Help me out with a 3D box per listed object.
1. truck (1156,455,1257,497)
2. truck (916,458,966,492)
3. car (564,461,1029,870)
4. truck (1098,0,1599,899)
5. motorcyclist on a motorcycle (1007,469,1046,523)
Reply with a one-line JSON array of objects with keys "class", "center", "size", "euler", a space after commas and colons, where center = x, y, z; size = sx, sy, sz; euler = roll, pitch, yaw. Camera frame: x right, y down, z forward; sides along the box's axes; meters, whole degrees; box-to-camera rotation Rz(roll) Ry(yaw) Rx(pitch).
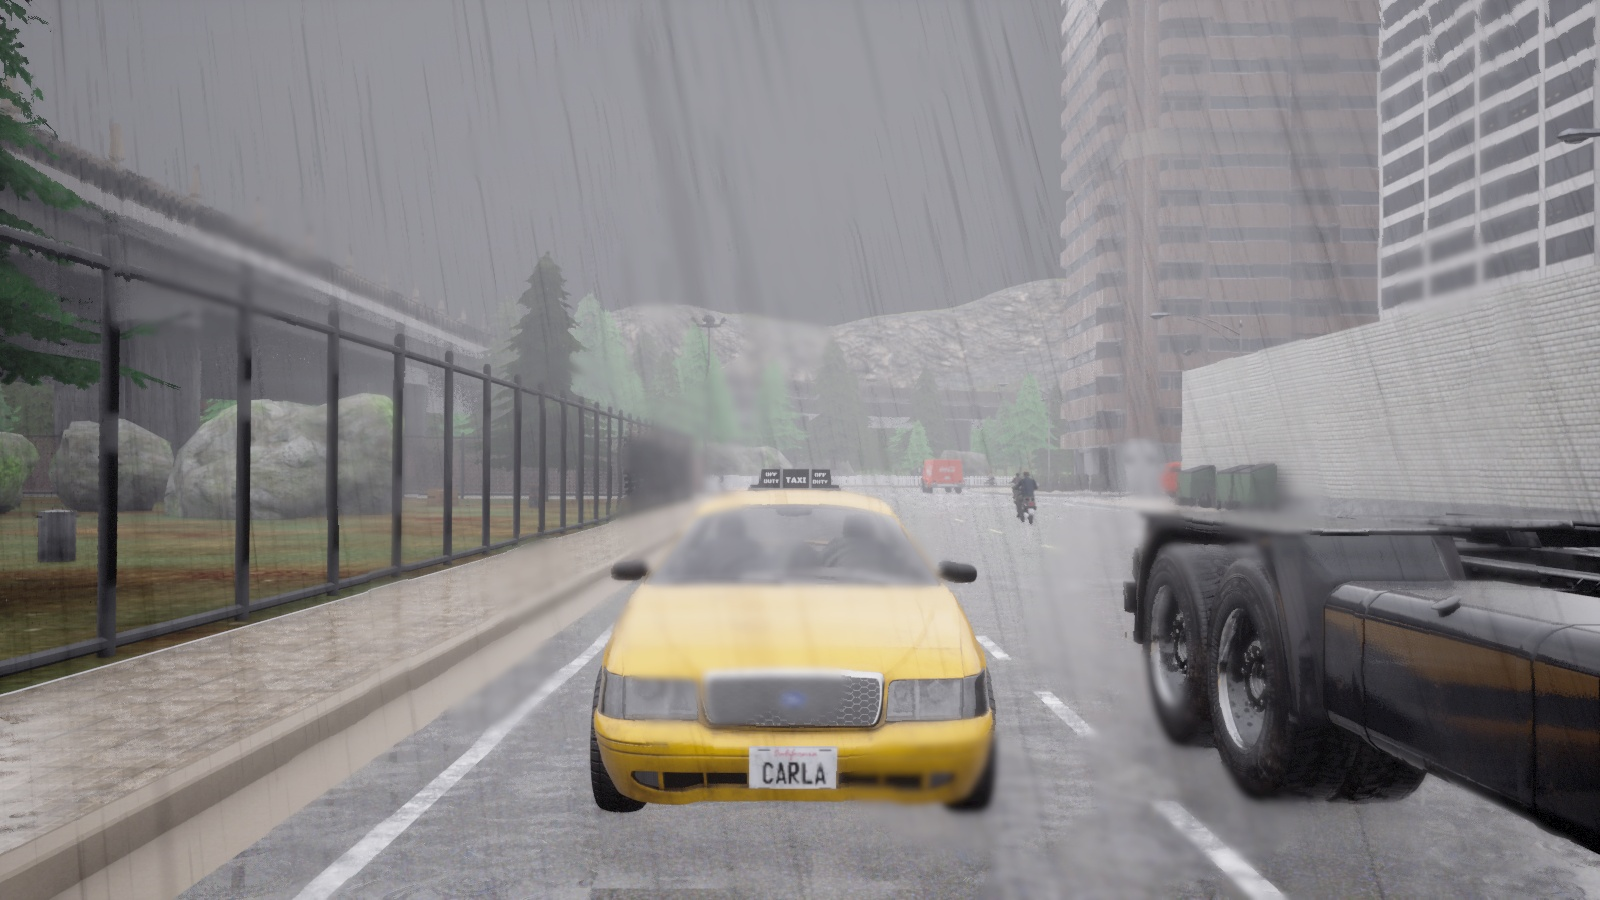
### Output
[{"class": "truck", "center": [24.399, 1.552, 75.578], "size": [5.204, 2.467, 2.627], "euler": [0, -1, 0]}, {"class": "truck", "center": [10.333, 1.838, 92.538], "size": [2.627, 2.467, 5.204], "euler": [0, -1, -5]}, {"class": "car", "center": [-0.022, 0.880, 7.560], "size": [1.801, 1.575, 5.366], "euler": [0, -1, 0]}, {"class": "truck", "center": [3.483, -0.105, 4.529], "size": [2.891, 3.462, 7.936], "euler": [0, -1, 0]}, {"class": "motorcyclist on a motorcycle", "center": [6.890, 1.382, 38.267], "size": [0.866, 1.590, 1.817], "euler": [0, -1, 0]}]
